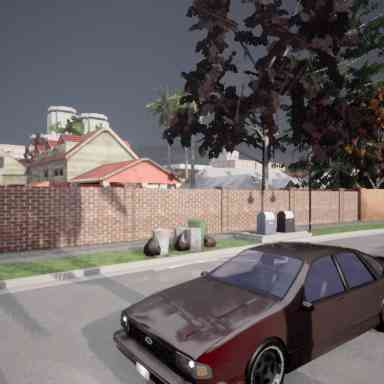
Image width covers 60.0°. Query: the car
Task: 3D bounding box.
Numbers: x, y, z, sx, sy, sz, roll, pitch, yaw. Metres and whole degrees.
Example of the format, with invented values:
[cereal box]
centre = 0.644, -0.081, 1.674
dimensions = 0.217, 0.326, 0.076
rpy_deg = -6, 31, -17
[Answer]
[car]
centre = 1.581, 1.548, 5.219
dimensions = 5.357, 1.411, 2.033
rpy_deg = 0, 0, -37
